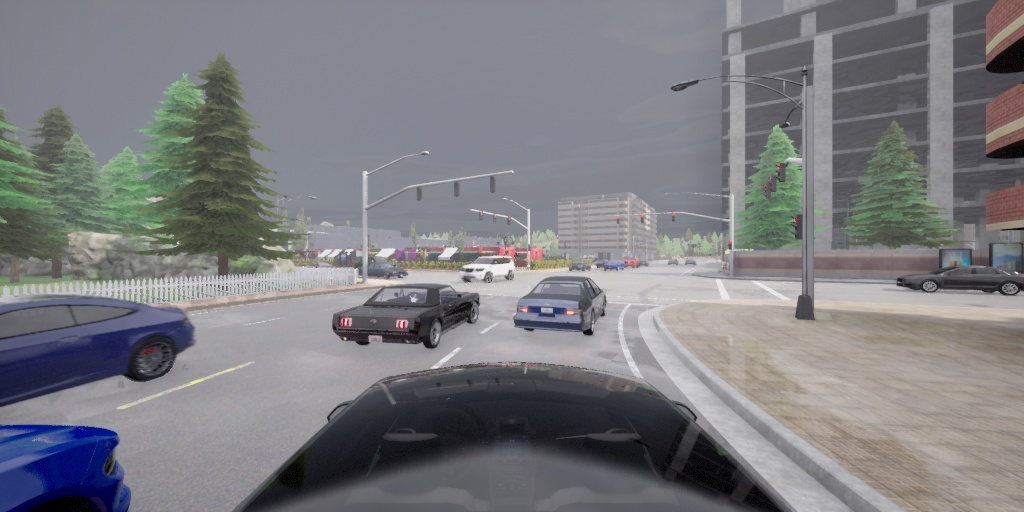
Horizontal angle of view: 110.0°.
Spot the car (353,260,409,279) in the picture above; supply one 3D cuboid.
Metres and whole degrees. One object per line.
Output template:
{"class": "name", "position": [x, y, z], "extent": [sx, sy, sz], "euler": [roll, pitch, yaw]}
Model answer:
{"class": "car", "position": [-12.063, 1.353, 33.165], "extent": [5.357, 1.411, 2.033], "euler": [0, 0, 31]}

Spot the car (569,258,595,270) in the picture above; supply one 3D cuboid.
{"class": "car", "position": [8.992, 1.314, 47.230], "extent": [1.994, 1.385, 4.181], "euler": [0, 0, 30]}

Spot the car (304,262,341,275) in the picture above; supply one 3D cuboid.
{"class": "car", "position": [-20.102, 1.331, 37.834], "extent": [4.674, 1.442, 1.812], "euler": [0, 0, 30]}

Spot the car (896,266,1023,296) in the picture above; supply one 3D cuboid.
{"class": "car", "position": [25.018, 1.310, 20.027], "extent": [4.892, 1.490, 1.837], "euler": [0, 0, 30]}

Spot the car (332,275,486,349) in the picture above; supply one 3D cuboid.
{"class": "car", "position": [-2.268, 1.351, 9.251], "extent": [1.895, 1.301, 4.718], "euler": [0, 0, 11]}

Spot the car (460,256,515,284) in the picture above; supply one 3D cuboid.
{"class": "car", "position": [-1.780, 1.014, 28.308], "extent": [2.150, 2.045, 5.566], "euler": [0, 0, 30]}

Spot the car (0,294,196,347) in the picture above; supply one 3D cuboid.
{"class": "car", "position": [-6.769, 1.276, 4.583], "extent": [1.812, 1.442, 4.674], "euler": [0, 0, 6]}

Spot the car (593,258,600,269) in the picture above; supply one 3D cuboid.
{"class": "car", "position": [14.870, 1.351, 57.533], "extent": [1.895, 1.301, 4.718], "euler": [0, 0, 30]}

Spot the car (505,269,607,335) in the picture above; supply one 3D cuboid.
{"class": "car", "position": [1.666, 1.297, 10.612], "extent": [2.033, 1.411, 5.357], "euler": [0, 0, 20]}

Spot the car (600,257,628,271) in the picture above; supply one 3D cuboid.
{"class": "car", "position": [13.998, 1.227, 48.949], "extent": [1.882, 1.535, 5.008], "euler": [0, 0, 30]}

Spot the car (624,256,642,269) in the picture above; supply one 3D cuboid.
{"class": "car", "position": [18.783, 0.968, 57.313], "extent": [2.150, 2.045, 5.566], "euler": [0, 0, 30]}

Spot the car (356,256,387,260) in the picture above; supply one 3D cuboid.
{"class": "car", "position": [-14.709, 1.027, 38.756], "extent": [5.566, 2.045, 2.150], "euler": [0, 0, 30]}
